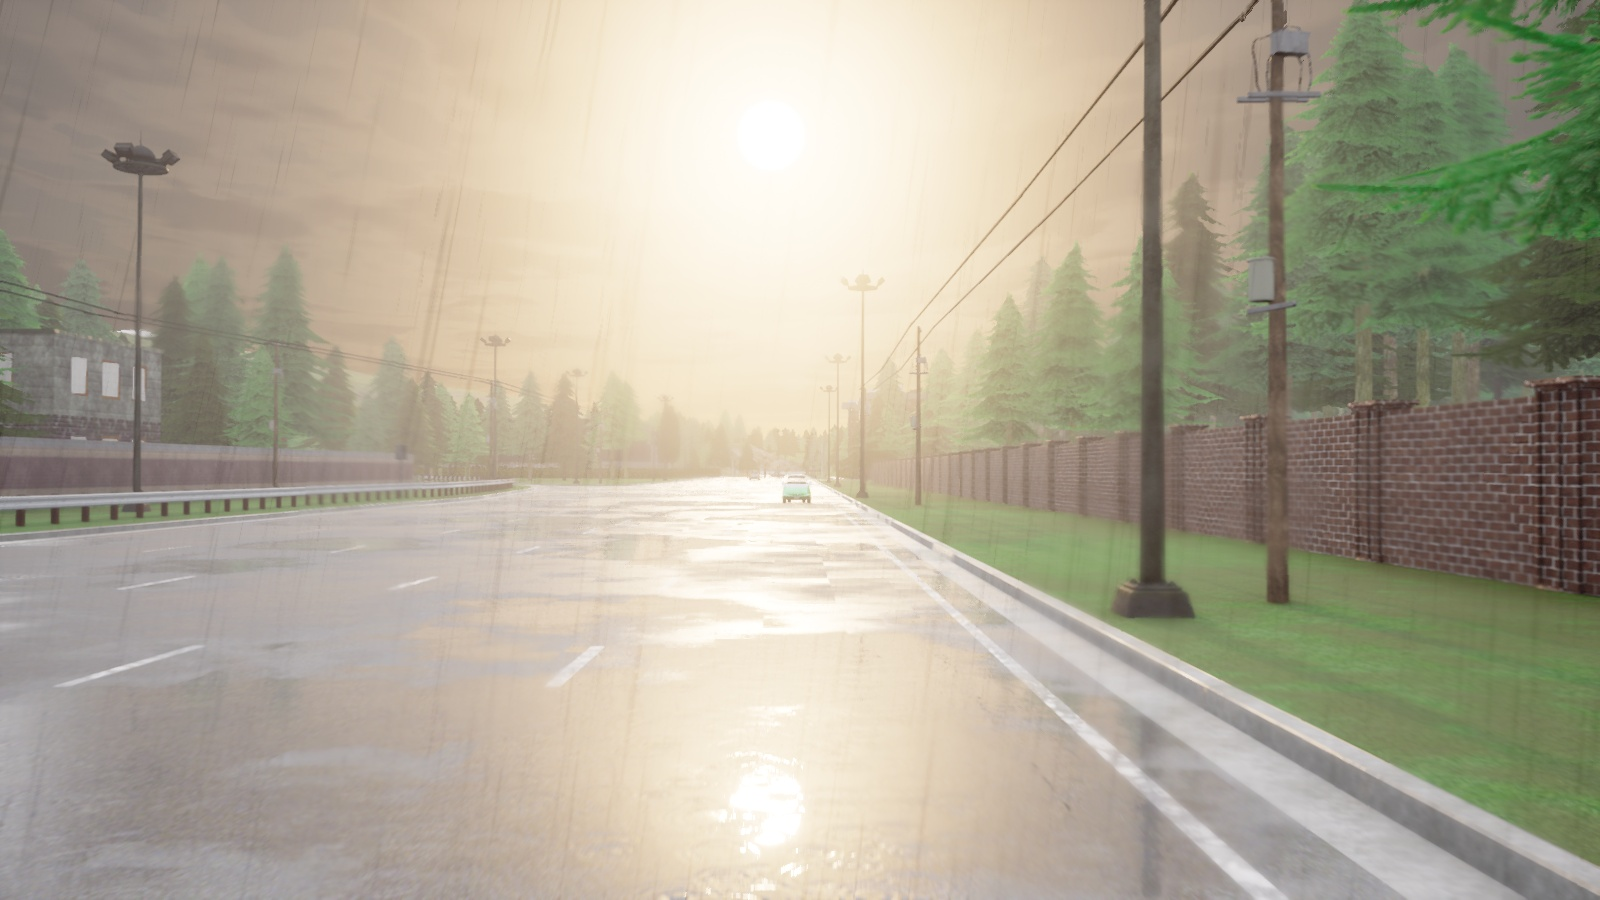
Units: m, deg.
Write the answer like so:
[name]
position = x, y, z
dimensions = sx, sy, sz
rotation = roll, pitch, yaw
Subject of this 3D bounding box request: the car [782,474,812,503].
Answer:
[car]
position = -0.147, 1.896, 61.366
dimensions = 1.481, 1.376, 2.207
rotation = 0, -2, 0
